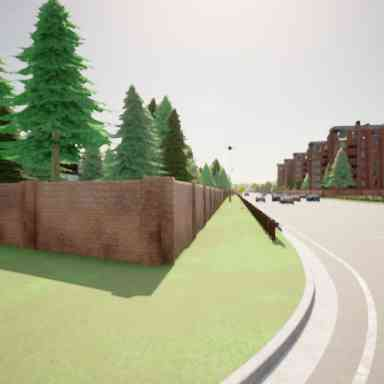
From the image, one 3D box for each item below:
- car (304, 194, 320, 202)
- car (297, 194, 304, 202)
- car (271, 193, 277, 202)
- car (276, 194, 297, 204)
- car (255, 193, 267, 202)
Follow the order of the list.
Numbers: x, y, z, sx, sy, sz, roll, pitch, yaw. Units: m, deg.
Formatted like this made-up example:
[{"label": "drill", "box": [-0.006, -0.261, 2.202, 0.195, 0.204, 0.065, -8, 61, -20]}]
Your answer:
[{"label": "car", "box": [24.479, 1.261, 67.309, 1.882, 1.535, 5.008, 0, 0, 7]}, {"label": "car", "box": [21.052, 1.316, 68.119, 1.812, 1.442, 4.674, 0, 0, 7]}, {"label": "car", "box": [17.580, 1.280, 68.560, 1.882, 1.535, 5.008, 0, 0, 7]}, {"label": "car", "box": [16.227, 1.394, 57.250, 1.994, 1.385, 4.181, 0, 0, 8]}, {"label": "car", "box": [13.942, 1.363, 67.660, 2.033, 1.411, 5.357, 0, 0, 7]}]
